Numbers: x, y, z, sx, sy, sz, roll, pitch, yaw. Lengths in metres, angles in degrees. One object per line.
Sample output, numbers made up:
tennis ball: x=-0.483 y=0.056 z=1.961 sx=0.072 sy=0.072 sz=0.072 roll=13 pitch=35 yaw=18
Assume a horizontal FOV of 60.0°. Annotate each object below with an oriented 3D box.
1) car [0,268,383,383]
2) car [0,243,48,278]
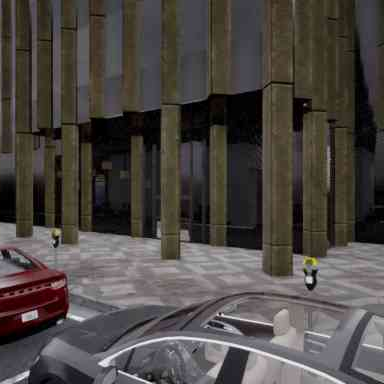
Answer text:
car: x=0.427 y=1.551 z=2.654 sx=4.403 sy=1.369 sz=2.008 roll=0 pitch=0 yaw=35
car: x=-4.016 y=1.544 z=5.789 sx=4.507 sy=1.381 sz=1.887 roll=0 pitch=0 yaw=35
